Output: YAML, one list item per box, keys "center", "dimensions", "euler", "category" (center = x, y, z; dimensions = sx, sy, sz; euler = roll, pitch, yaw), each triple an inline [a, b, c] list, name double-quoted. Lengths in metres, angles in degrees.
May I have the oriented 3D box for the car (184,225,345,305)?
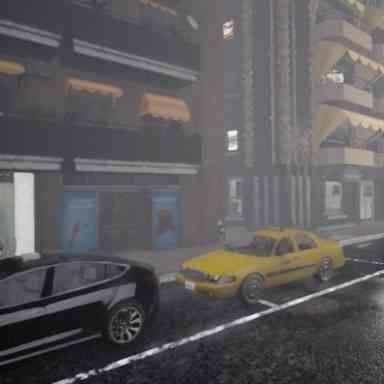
- center: [1.870, 1.526, 8.099]
  dimensions: [4.829, 1.417, 1.752]
  euler: [-1, 0, -38]
  category: "car"

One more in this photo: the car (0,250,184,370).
- center: [-2.474, 1.614, 4.760]
  dimensions: [4.313, 1.339, 1.947]
  euler: [-1, 0, -38]
  category: "car"
